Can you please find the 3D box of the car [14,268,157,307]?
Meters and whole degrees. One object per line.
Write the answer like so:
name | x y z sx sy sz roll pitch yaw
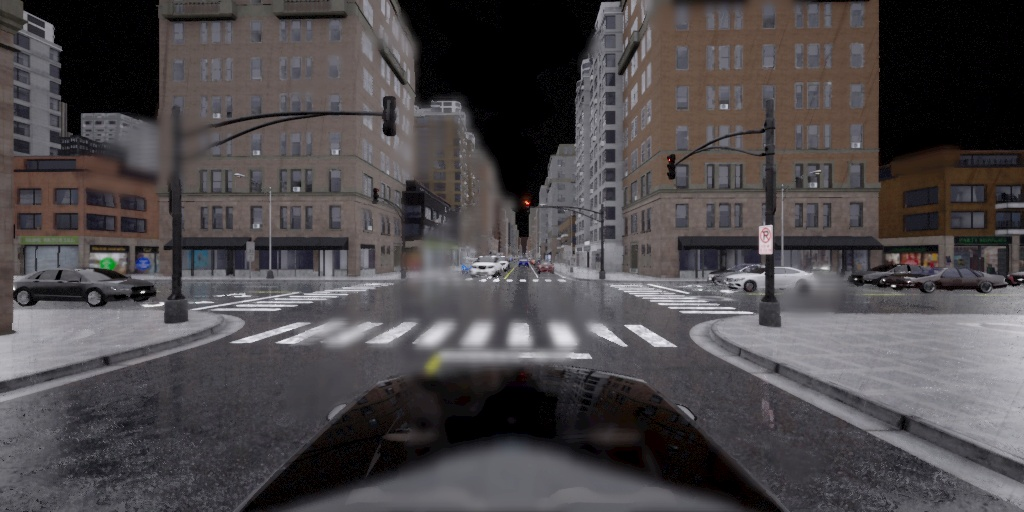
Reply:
car | -17.632 1.239 14.858 4.892 1.490 1.837 0 0 2

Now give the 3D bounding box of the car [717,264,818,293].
car | 14.787 1.291 20.610 4.674 1.442 1.812 0 0 3

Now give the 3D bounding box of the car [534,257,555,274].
car | 3.849 1.210 40.936 1.967 1.591 4.097 0 0 2

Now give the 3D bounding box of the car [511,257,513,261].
car | -1.329 1.139 57.559 2.097 1.767 4.553 0 0 2

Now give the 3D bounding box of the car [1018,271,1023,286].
car | 35.065 1.360 23.257 4.181 1.385 1.994 0 0 2

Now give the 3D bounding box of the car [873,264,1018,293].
car | 24.374 1.325 20.329 5.357 1.411 2.033 0 0 2

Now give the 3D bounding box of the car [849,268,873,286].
car | 25.083 1.283 23.559 4.892 1.490 1.837 0 0 2

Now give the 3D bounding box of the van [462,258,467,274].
van | -4.672 1.111 41.228 1.690 1.789 3.998 0 0 2

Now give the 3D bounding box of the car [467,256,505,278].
car | -2.322 0.983 34.107 2.150 2.045 5.566 0 0 6

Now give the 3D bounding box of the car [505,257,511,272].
car | -1.722 0.999 46.744 2.150 2.045 5.566 0 0 2

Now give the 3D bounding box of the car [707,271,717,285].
car | 15.666 1.257 23.836 4.902 1.511 2.128 0 0 2
